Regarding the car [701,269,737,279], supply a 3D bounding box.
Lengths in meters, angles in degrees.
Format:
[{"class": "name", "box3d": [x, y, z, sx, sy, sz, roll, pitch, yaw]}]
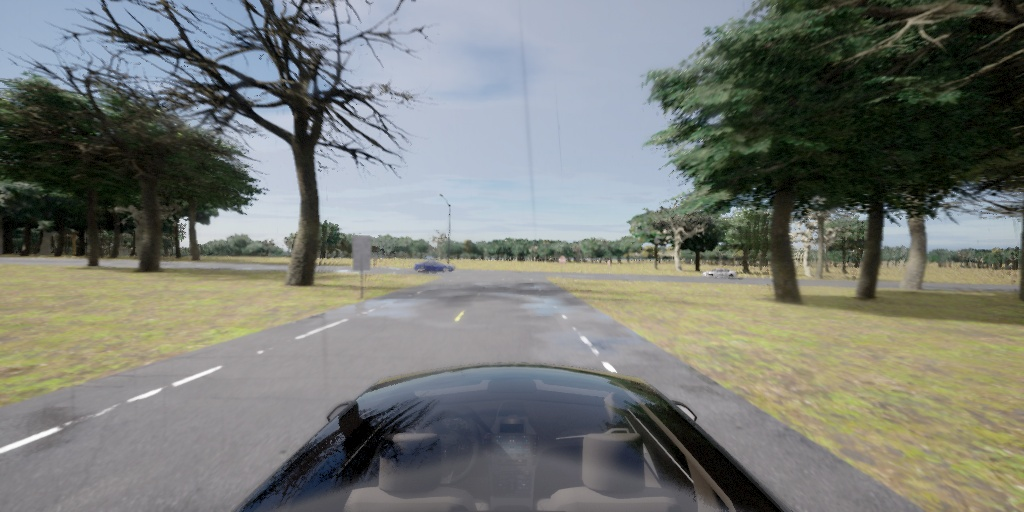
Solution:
[{"class": "car", "box3d": [30.049, 2.544, 52.087, 4.674, 1.442, 1.812, 0, 1, 0]}]

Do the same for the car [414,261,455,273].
[{"class": "car", "box3d": [-9.767, 1.367, 45.274, 5.008, 1.535, 1.882, 1, 0, 0]}]
